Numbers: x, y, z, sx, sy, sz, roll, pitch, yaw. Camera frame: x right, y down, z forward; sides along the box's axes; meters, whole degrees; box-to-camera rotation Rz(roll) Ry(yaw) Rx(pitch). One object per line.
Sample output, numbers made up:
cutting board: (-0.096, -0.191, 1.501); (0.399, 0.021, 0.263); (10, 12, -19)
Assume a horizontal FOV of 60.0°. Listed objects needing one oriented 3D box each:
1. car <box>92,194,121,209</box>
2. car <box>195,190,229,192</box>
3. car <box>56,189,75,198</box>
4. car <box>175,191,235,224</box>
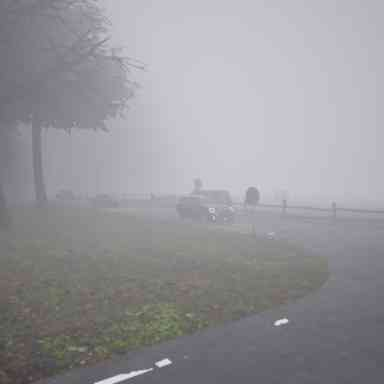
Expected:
car: (-9.479, 0.954, 36.512); (1.837, 1.490, 4.892); (-1, 2, -36)
car: (0.914, 0.852, 26.950); (2.150, 2.045, 5.566); (-1, 1, -35)
car: (-18.968, 0.307, 49.790); (2.097, 1.767, 4.553); (-1, 1, -36)
car: (0.773, 1.073, 22.313); (2.097, 1.767, 4.553); (-1, 2, -36)
